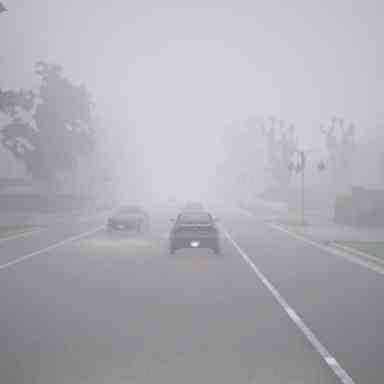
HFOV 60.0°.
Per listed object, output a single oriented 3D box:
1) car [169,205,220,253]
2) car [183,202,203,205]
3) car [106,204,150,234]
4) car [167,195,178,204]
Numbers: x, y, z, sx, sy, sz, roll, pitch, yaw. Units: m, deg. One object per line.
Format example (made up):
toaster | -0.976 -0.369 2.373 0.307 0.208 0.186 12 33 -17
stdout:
car | 0.103 1.515 13.707 1.837 1.490 4.892 0 0 0
car | 0.108 1.553 29.726 1.994 1.385 4.181 0 0 0
car | -3.594 1.487 19.419 1.882 1.535 5.008 0 0 0
car | -3.516 1.307 60.658 1.882 1.535 5.008 0 0 1
